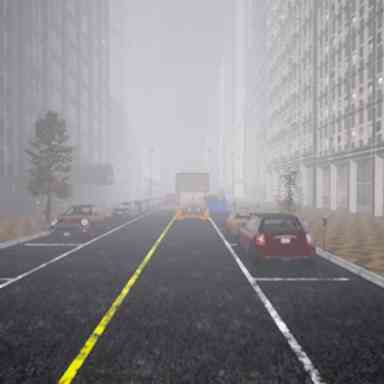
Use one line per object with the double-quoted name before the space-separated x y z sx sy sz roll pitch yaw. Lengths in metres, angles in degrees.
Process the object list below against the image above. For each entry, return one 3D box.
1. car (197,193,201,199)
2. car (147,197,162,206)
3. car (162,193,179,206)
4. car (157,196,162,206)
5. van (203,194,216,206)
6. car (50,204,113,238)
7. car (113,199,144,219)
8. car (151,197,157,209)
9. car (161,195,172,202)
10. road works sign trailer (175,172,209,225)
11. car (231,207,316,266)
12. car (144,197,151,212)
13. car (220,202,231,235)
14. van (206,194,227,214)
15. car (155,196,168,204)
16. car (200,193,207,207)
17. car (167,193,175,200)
"car" 2.685 1.373 73.982 2.008 1.369 4.403 -1 0 0
"car" -5.696 1.459 51.248 1.802 1.307 4.206 -1 0 0
"car" -3.078 1.100 50.861 2.150 2.045 5.566 0 0 0
"car" -5.697 1.441 45.565 2.008 1.369 4.403 -1 0 0
"van" 2.682 1.218 51.247 1.690 1.788 3.998 -1 0 0
"car" -5.698 1.399 17.146 1.967 1.590 4.097 -1 0 0
"car" -5.697 1.482 28.514 2.008 1.369 4.403 -1 0 0
"car" -5.696 1.449 39.881 1.887 1.381 4.507 -1 0 0
"car" -5.695 1.373 73.982 2.008 1.369 4.403 -1 0 0
"road works sign trailer" 0.020 0.408 23.567 2.380 3.560 2.880 0 0 0
"car" 2.682 1.412 11.463 1.967 1.590 4.097 -1 0 0
"car" -5.696 1.484 34.197 1.947 1.339 4.313 -1 0 0
"car" 2.683 1.484 17.316 1.752 1.417 4.829 -1 0 0
"van" 2.682 1.259 34.196 1.690 1.788 3.998 -1 0 0
"car" -5.696 1.401 62.615 2.008 1.369 4.403 -1 0 0
"car" 2.682 1.206 45.564 2.192 1.841 5.009 -1 0 0
"car" -5.696 1.220 91.033 1.967 1.590 4.097 -1 0 0
